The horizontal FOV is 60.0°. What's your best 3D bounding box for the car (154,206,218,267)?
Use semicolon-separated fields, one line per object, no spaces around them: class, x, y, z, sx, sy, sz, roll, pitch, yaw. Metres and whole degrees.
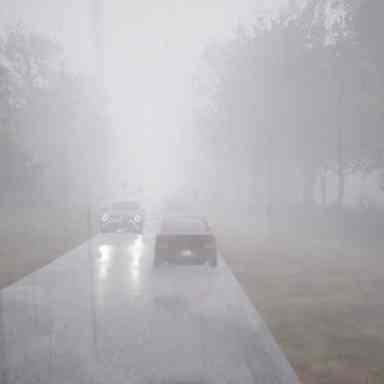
car;-0.261;1.506;11.601;1.882;1.535;5.008;1;1;-3

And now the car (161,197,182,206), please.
car;-1.899;1.158;31.045;2.033;1.411;5.357;1;2;-7

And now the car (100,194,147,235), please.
car;-3.607;1.227;18.165;2.097;1.767;4.553;2;1;-4

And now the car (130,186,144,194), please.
car;-9.743;-0.037;58.287;2.150;2.045;5.566;2;1;-13
